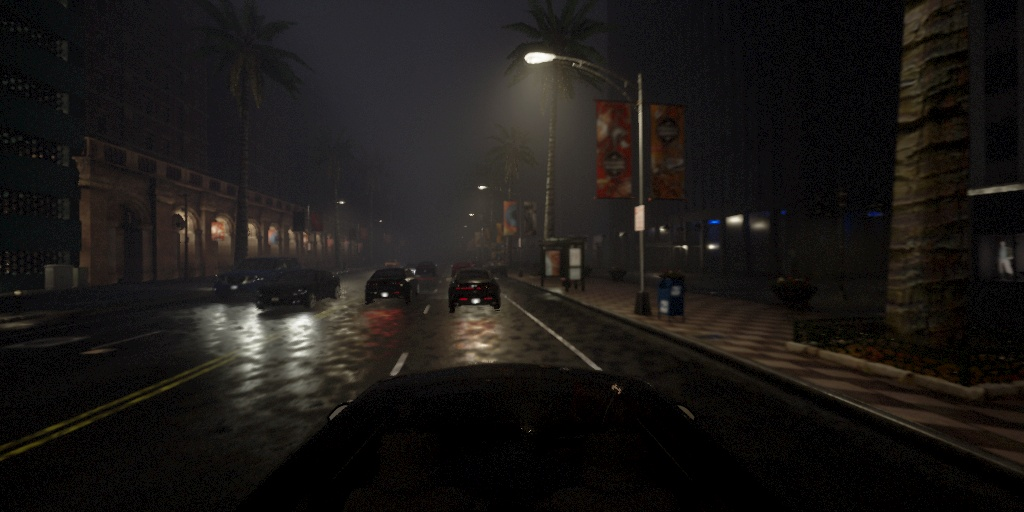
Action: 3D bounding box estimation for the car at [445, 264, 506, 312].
[{"bbox_3d":[-1.562,1.255,14.392,1.837,1.490,4.892,0,0,-8],"label":"car"}]

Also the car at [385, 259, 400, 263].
[{"bbox_3d":[-19.611,1.342,58.930,1.882,1.535,5.008,-1,0,-9],"label":"car"}]

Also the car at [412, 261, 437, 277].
[{"bbox_3d":[-8.669,1.267,36.469,1.882,1.535,5.008,-1,0,-9],"label":"car"}]

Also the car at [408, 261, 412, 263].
[{"bbox_3d":[-15.638,1.431,56.263,1.895,1.301,4.718,-1,0,-9],"label":"car"}]

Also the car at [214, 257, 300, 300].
[{"bbox_3d":[-13.094,1.071,19.063,2.150,2.045,5.566,-1,0,-9],"label":"car"}]

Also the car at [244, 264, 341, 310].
[{"bbox_3d":[-8.937,1.294,15.384,1.882,1.535,5.008,-1,0,-9],"label":"car"}]

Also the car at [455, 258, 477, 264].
[{"bbox_3d":[-4.500,1.233,32.659,1.882,1.535,5.008,-1,0,-9],"label":"car"}]

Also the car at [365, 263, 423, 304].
[{"bbox_3d":[-5.440,1.287,16.658,1.837,1.490,4.892,0,0,-9],"label":"car"}]
